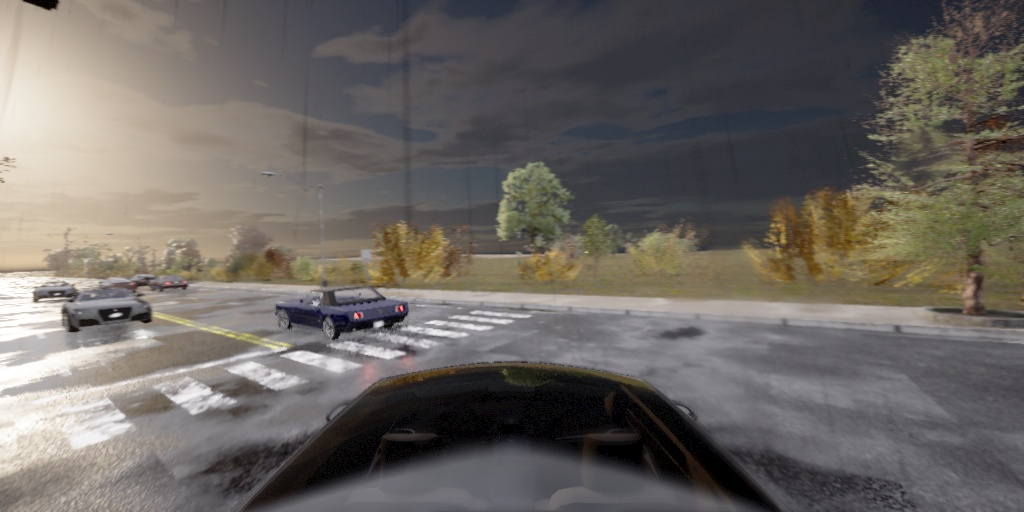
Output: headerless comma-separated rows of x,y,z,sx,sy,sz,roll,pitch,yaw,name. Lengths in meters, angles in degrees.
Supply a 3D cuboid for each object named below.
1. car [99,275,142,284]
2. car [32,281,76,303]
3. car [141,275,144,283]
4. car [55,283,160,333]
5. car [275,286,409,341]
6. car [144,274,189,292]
-33.463,2.536,30.405,4.674,1.442,1.812,-2,0,35,car
-34.115,2.611,26.763,4.181,1.385,1.994,-2,0,35,car
-39.724,2.737,38.709,4.892,1.490,1.837,-2,0,35,car
-15.290,1.916,13.501,4.181,1.385,1.994,-2,0,35,car
-5.292,1.575,10.807,4.718,1.301,1.895,-2,0,37,car
-31.721,2.482,33.154,5.357,1.411,2.033,-2,0,36,car
